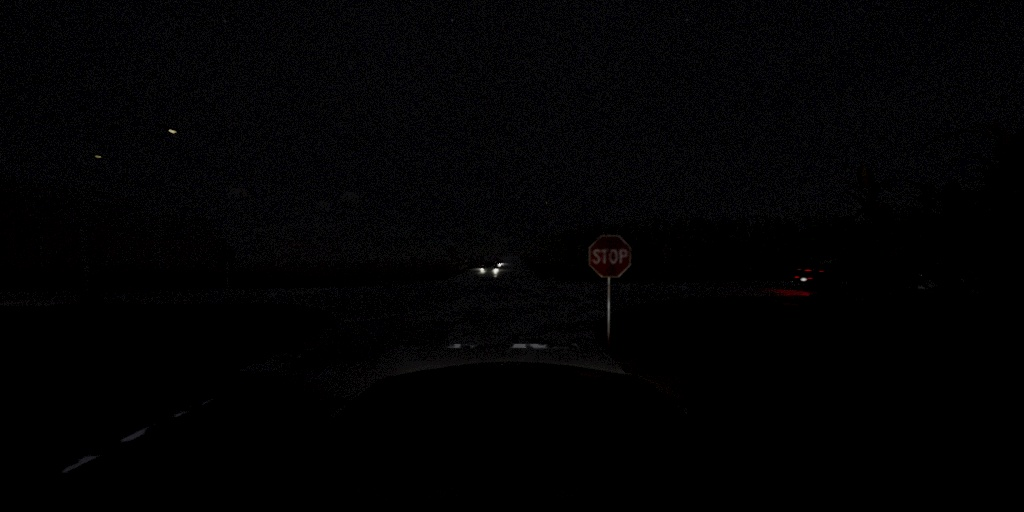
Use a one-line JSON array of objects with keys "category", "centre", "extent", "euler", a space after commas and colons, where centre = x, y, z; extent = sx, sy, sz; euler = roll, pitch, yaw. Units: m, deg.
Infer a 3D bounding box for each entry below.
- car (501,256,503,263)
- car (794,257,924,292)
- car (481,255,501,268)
[{"category": "car", "centre": [-2.556, 0.500, 59.323], "extent": [1.994, 1.385, 4.181], "euler": [0, 1, 1]}, {"category": "car", "centre": [15.759, 0.789, 16.408], "extent": [4.892, 1.490, 1.837], "euler": [-1, 1, 0]}, {"category": "car", "centre": [-2.661, 0.632, 42.939], "extent": [1.882, 1.535, 5.008], "euler": [0, 1, 0]}]
